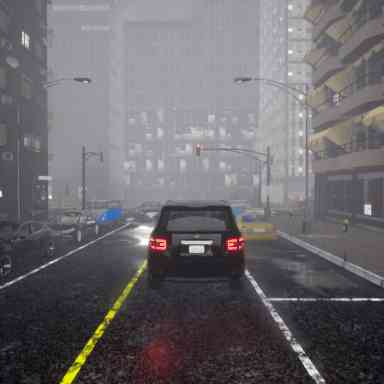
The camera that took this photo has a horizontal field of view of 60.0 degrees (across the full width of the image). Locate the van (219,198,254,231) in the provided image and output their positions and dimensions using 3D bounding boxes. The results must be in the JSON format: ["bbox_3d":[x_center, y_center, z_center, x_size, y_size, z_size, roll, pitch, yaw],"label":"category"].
[{"bbox_3d":[2.742,1.336,21.179,1.690,1.788,3.998,-1,0,0],"label":"van"}]

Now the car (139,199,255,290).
[{"bbox_3d":[0.107,1.219,9.230,2.150,2.045,5.566,0,0,0],"label":"car"}]

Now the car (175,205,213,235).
[{"bbox_3d":[0.126,1.560,19.525,1.994,1.385,4.181,0,0,1],"label":"car"}]

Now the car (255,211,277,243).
[{"bbox_3d":[2.728,1.522,15.748,1.752,1.417,4.829,-1,0,0],"label":"car"}]

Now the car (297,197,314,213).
[{"bbox_3d":[14.928,1.582,37.875,4.674,1.442,1.812,0,1,-1],"label":"car"}]

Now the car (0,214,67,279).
[{"bbox_3d":[-5.669,1.563,10.030,1.947,1.339,4.313,-1,0,0],"label":"car"}]

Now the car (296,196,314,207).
[{"bbox_3d":[15.362,1.337,40.471,5.009,1.841,2.192,0,1,1],"label":"car"}]

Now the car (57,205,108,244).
[{"bbox_3d":[-5.652,1.547,15.632,2.008,1.369,4.403,-1,0,0],"label":"car"}]

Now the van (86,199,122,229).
[{"bbox_3d":[-5.638,1.336,21.234,1.690,1.788,3.998,-1,0,0],"label":"van"}]
